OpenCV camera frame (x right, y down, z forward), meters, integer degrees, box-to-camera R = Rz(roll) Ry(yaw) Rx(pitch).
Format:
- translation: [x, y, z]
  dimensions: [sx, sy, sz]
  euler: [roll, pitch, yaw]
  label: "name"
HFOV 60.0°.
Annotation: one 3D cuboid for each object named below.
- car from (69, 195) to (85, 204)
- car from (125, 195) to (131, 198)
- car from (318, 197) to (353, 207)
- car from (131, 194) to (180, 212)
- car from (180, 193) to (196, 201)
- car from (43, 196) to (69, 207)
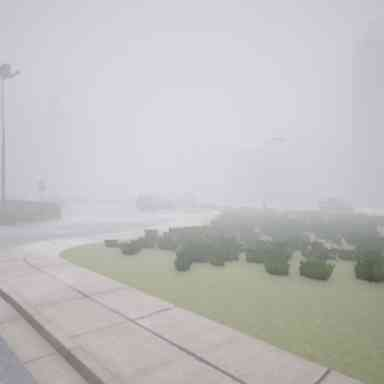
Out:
- translation: [-19.218, 1.238, 53.167]
  dimensions: [3.905, 1.438, 1.784]
  euler: [0, 0, -42]
  label: "car"
- translation: [-10.493, 1.194, 62.697]
  dimensions: [4.193, 1.474, 1.816]
  euler: [0, 0, -42]
  label: "car"
- translation: [15.258, 1.386, 35.173]
  dimensions: [4.611, 1.667, 2.242]
  euler: [0, 0, -42]
  label: "car"
- translation: [-3.976, 1.158, 36.642]
  dimensions: [4.605, 1.855, 1.932]
  euler: [0, 0, -42]
  label: "car"
- translation: [-1.011, 1.078, 53.095]
  dimensions: [3.866, 1.878, 1.905]
  euler: [0, 0, -42]
  label: "car"
- translation: [-19.229, 1.261, 46.000]
  dimensions: [1.837, 1.490, 4.892]
  euler: [0, 0, -43]
  label: "car"
